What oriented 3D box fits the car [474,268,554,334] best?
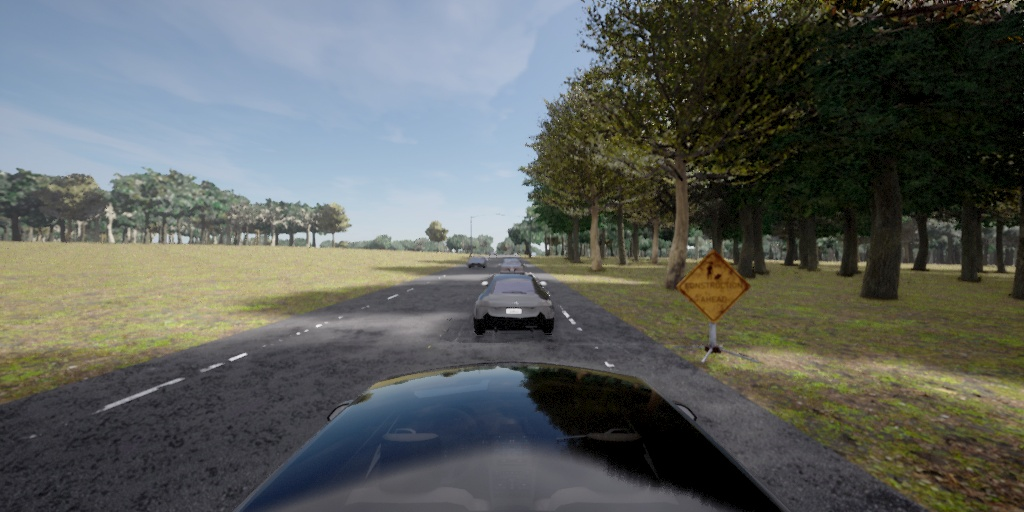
[{"bbox_3d":[0.059,1.208,10.232,1.994,1.385,4.181,0,1,0],"label":"car"}]

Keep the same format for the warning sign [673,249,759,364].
[{"bbox_3d":[3.548,0.813,6.334,1.300,1.860,1.060,0,0,0],"label":"warning sign"}]

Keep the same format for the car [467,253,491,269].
[{"bbox_3d":[-3.776,0.673,39.880,2.033,1.411,5.357,0,1,0],"label":"car"}]

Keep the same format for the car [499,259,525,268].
[{"bbox_3d":[0.002,0.920,26.663,2.033,1.411,5.357,0,1,0],"label":"car"}]
